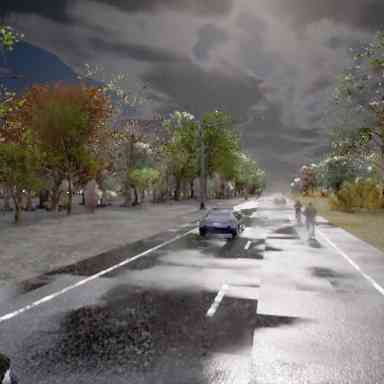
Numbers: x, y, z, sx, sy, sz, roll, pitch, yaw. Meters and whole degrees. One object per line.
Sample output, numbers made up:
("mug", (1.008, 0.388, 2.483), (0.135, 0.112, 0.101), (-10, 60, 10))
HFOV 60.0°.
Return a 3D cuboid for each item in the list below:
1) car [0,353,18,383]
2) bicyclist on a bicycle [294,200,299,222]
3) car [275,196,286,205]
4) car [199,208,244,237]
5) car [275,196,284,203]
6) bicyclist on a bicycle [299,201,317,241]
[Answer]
("car", (-2.707, 1.490, 0.860), (2.128, 1.511, 4.902), (0, 0, 14))
("bicyclist on a bicycle", (7.761, 1.445, 24.265), (0.582, 1.620, 1.656), (0, 0, 14))
("car", (16.174, 1.548, 60.801), (1.994, 1.385, 4.181), (0, 0, 14))
("car", (1.727, 1.557, 18.275), (1.994, 1.385, 4.181), (0, 0, 14))
("car", (18.889, 1.577, 71.855), (1.895, 1.301, 4.718), (0, 0, 14))
("bicyclist on a bicycle", (5.587, 1.365, 15.736), (0.659, 1.776, 1.843), (0, 0, 14))
